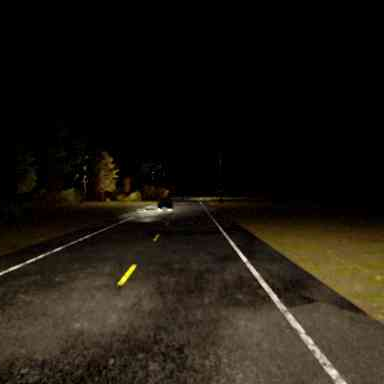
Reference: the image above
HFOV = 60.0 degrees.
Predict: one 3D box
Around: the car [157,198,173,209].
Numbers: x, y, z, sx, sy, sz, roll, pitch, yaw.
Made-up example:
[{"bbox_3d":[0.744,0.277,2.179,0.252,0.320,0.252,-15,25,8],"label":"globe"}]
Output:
[{"bbox_3d":[-3.564,1.537,45.071,2.033,1.411,5.357,0,0,0],"label":"car"}]
